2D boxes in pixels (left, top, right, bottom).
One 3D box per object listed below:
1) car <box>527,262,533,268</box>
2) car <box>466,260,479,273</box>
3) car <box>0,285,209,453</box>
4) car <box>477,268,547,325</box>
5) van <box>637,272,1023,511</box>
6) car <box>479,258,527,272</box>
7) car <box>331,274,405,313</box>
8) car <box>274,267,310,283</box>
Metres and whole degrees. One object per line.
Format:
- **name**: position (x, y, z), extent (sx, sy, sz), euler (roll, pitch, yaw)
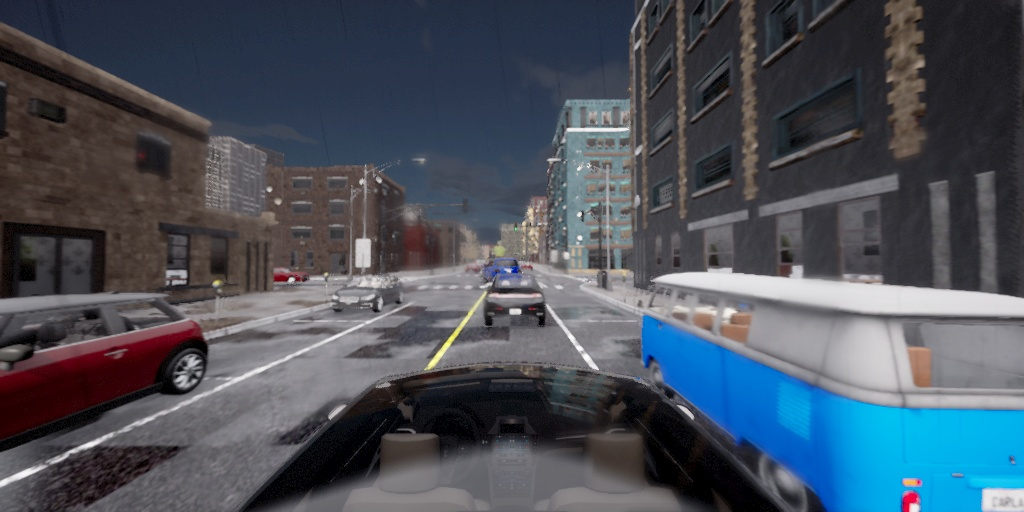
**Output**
- **car**: position (2.711, 1.733, 64.005), extent (1.967, 1.591, 4.097), euler (0, 0, 0)
- **car**: position (-5.750, 1.740, 52.578), extent (1.888, 1.381, 4.507), euler (0, 0, 0)
- **car**: position (-5.689, 1.209, 3.810), extent (1.967, 1.591, 4.097), euler (0, 0, 0)
- **car**: position (0.103, 1.331, 12.148), extent (2.128, 1.511, 4.902), euler (0, -1, 0)
- **van**: position (2.692, 1.109, 3.800), extent (1.690, 1.789, 3.998), euler (0, 0, 0)
- **car**: position (-0.842, 1.197, 27.318), extent (2.150, 2.045, 5.566), euler (0, -1, -13)
- **car**: position (-5.686, 1.415, 14.624), extent (2.007, 1.370, 4.403), euler (0, 0, 0)
- **car**: position (-19.285, 1.613, 29.874), extent (4.507, 1.381, 1.888), euler (0, 0, 1)
